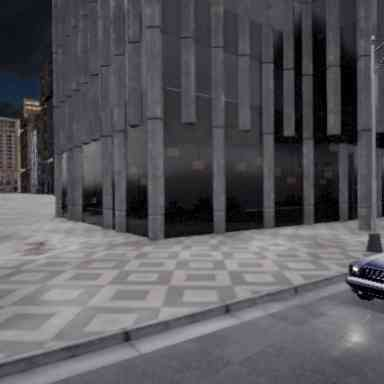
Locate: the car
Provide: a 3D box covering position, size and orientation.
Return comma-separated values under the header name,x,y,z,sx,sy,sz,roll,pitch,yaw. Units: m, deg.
name,x,y,z,sx,sy,sz,roll,pitch,yaw
car,5.357,1.585,7.121,4.718,1.301,1.895,0,0,-35
